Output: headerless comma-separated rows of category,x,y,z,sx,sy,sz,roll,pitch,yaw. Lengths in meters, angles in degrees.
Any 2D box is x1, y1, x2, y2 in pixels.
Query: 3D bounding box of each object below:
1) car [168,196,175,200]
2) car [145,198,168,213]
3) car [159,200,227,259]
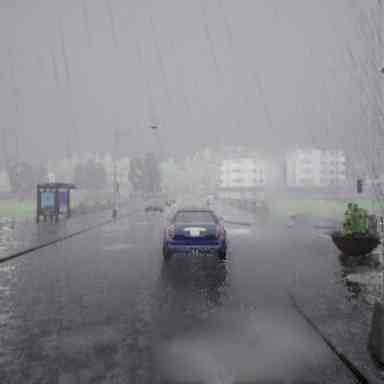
car,-4.069,1.585,49.514,1.895,1.301,4.718,0,0,0
car,-4.087,1.492,37.140,1.837,1.490,4.892,0,0,0
car,0.097,1.347,12.788,2.097,1.767,4.553,0,0,0
